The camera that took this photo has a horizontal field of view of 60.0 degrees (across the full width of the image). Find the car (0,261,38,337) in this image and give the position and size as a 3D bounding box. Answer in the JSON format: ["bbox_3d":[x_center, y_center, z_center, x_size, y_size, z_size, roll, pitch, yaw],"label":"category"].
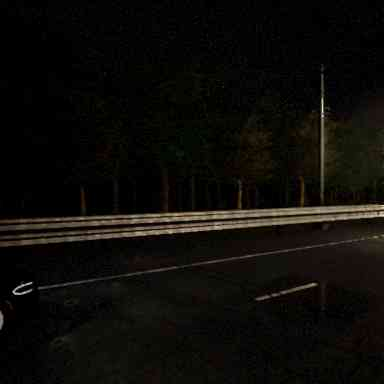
[{"bbox_3d":[-4.852,1.473,4.584,5.008,1.535,1.882,0,0,-36],"label":"car"}]
